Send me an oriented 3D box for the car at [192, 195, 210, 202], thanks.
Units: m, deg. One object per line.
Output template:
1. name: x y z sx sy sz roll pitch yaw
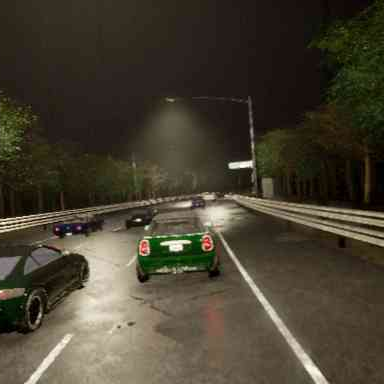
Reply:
1. car: 0.853 1.563 43.386 2.033 1.411 5.357 -4 0 5

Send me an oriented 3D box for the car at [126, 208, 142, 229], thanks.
1. car: -3.558 1.874 24.480 1.994 1.385 4.181 -4 0 2

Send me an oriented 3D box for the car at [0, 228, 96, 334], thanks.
1. car: -3.734 1.855 7.268 1.994 1.385 4.181 -4 0 -1

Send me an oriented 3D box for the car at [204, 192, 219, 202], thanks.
1. car: 3.650 1.067 68.731 2.150 2.045 5.566 -4 0 8

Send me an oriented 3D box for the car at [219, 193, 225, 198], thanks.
1. car: 8.226 0.998 94.521 1.882 1.535 5.008 -4 0 12

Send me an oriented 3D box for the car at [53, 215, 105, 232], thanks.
1. car: -7.136 2.170 21.644 1.895 1.301 4.718 -4 0 1

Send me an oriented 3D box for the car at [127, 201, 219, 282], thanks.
1. car: -0.404 1.403 10.349 2.097 1.767 4.553 -4 0 0
